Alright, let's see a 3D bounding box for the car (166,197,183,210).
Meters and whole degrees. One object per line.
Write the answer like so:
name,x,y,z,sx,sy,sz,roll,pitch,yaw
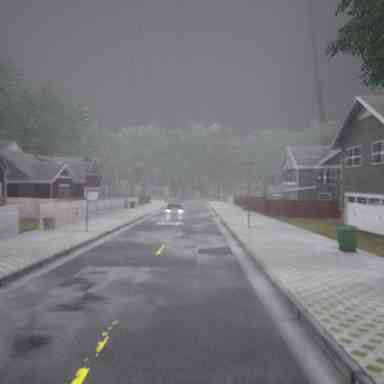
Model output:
car,-2.177,1.470,43.125,1.837,1.490,4.892,0,0,1
